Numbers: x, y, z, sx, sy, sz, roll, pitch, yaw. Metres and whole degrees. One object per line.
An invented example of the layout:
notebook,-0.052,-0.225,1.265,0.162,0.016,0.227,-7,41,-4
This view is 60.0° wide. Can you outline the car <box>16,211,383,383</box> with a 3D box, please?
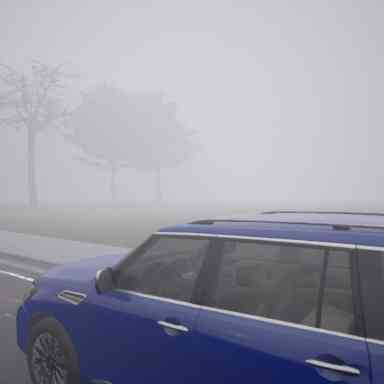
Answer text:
car,0.541,1.221,3.307,5.566,2.045,2.150,0,0,35
